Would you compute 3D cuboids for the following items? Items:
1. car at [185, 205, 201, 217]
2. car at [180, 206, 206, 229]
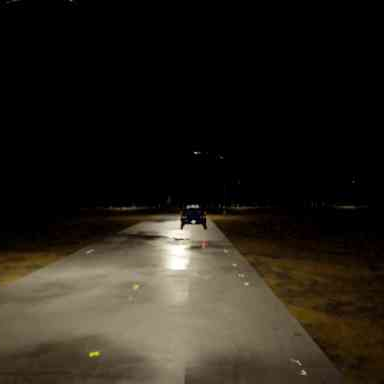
[{"bbox_3d":[0.103,2.378,42.119,1.895,1.301,4.718,0,-1,0],"label":"car"},{"bbox_3d":[0.103,1.895,24.791,1.812,1.442,4.674,0,-1,0],"label":"car"}]
